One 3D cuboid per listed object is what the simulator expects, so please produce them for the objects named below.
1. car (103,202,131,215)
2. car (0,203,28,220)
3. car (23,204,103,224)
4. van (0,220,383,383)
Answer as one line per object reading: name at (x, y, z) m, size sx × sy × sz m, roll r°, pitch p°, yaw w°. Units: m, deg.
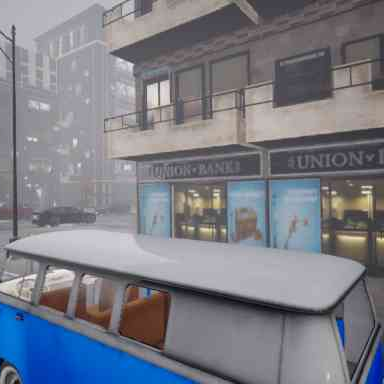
car at (-8.574, 1.799, 36.365) m, size 1.947 × 1.339 × 4.313 m, roll -2°, pitch -1°, yaw 36°
car at (-15.251, 1.609, 27.280) m, size 1.967 × 1.590 × 4.097 m, roll -2°, pitch -1°, yaw 36°
car at (-8.499, 1.584, 22.314) m, size 1.947 × 1.339 × 4.313 m, roll -2°, pitch -1°, yaw 36°
van at (-0.399, 1.342, 3.144) m, size 3.998 × 1.788 × 1.690 m, roll 0°, pitch -1°, yaw 36°
